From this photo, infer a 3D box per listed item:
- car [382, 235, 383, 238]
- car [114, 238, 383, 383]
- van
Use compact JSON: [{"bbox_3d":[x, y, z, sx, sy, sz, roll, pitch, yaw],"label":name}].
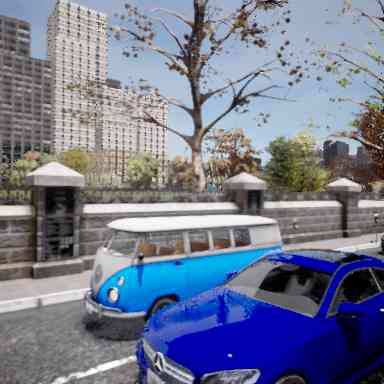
[{"bbox_3d":[9.222,1.717,13.139,4.313,1.339,1.947,1,0,-36],"label":"car"},{"bbox_3d":[1.556,1.563,4.485,4.674,1.442,1.812,1,0,-35],"label":"car"},{"bbox_3d":[0.057,1.378,6.600,3.998,1.788,1.690,1,0,-36],"label":"van"}]
